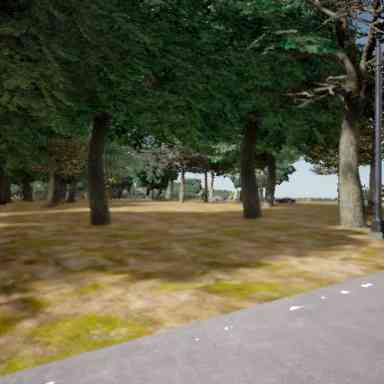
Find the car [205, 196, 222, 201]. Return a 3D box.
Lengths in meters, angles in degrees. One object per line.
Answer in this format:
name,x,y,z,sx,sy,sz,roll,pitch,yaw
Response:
car,5.650,1.700,87.288,4.674,1.442,1.812,0,-2,29

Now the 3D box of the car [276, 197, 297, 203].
car,21.988,1.923,77.840,4.892,1.490,1.837,0,-2,43
